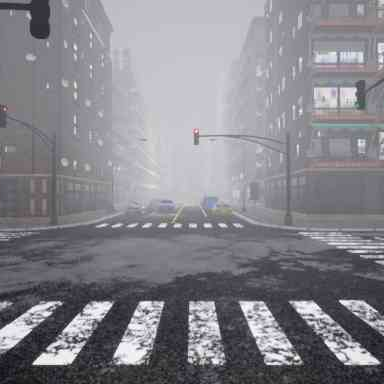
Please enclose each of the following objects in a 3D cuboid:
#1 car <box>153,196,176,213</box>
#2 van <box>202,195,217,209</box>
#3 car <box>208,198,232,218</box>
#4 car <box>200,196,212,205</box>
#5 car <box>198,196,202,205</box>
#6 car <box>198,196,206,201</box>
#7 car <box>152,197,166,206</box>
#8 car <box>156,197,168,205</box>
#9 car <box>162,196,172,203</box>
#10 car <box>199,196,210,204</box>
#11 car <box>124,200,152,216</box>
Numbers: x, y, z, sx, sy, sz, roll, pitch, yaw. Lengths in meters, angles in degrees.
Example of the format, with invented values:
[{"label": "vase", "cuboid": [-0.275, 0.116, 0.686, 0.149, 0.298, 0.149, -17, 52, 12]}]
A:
[{"label": "car", "cuboid": [-2.809, 1.504, 37.063, 1.882, 1.535, 5.008, 0, 0, 0]}, {"label": "van", "cuboid": [2.540, 1.366, 44.087, 1.690, 1.788, 3.998, 1, 0, 0]}, {"label": "car", "cuboid": [2.656, 1.537, 30.253, 1.752, 1.417, 4.829, 1, 0, 0]}, {"label": "car", "cuboid": [2.479, 1.485, 61.053, 1.967, 1.590, 4.097, 1, 0, 0]}, {"label": "car", "cuboid": [2.499, 1.346, 49.740, 2.192, 1.841, 5.009, 1, 0, 0]}, {"label": "car", "cuboid": [2.443, 1.626, 83.677, 1.887, 1.381, 4.507, 1, 0, 0]}, {"label": "car", "cuboid": [-5.392, 1.563, 55.157, 1.752, 1.417, 4.829, 1, 0, 0]}, {"label": "car", "cuboid": [-5.402, 1.627, 60.985, 1.802, 1.307, 4.206, 1, 0, 0]}, {"label": "car", "cuboid": [-5.420, 1.612, 72.301, 2.008, 1.369, 4.403, 1, 0, 0]}, {"label": "car", "cuboid": [2.469, 1.604, 66.709, 2.008, 1.369, 4.403, 1, 0, 0]}, {"label": "car", "cuboid": [-5.487, 1.565, 32.696, 2.008, 1.369, 4.403, 1, 0, 0]}]
